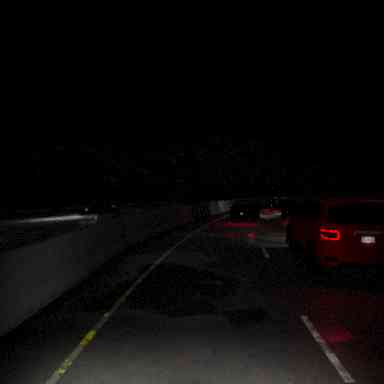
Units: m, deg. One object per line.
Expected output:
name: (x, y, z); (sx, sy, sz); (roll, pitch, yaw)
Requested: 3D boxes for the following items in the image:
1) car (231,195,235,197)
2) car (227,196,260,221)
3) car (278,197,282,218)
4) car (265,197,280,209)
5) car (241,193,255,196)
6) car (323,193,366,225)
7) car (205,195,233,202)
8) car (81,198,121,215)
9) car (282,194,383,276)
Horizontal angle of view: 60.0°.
car: (5.914, 1.266, 55.091); (1.837, 1.490, 4.892); (0, 0, 32)
car: (4.237, 1.367, 26.034); (1.882, 1.535, 5.008); (0, 0, 16)
car: (8.626, 1.394, 28.278); (1.837, 1.490, 4.892); (0, 0, 18)
car: (10.560, 1.323, 41.653); (2.128, 1.511, 4.902); (0, 0, 26)
car: (11.300, 1.004, 68.355); (1.837, 1.490, 4.892); (0, 0, 39)
car: (11.033, 1.133, 24.525); (2.150, 2.045, 5.566); (0, 0, 17)
car: (3.279, 1.409, 43.223); (1.895, 1.301, 4.718); (0, 0, 26)
car: (-8.688, 1.324, 32.169); (2.128, 1.511, 4.902); (0, 0, 19)
car: (4.418, 1.183, 10.349); (2.150, 2.045, 5.566); (0, 0, 7)
